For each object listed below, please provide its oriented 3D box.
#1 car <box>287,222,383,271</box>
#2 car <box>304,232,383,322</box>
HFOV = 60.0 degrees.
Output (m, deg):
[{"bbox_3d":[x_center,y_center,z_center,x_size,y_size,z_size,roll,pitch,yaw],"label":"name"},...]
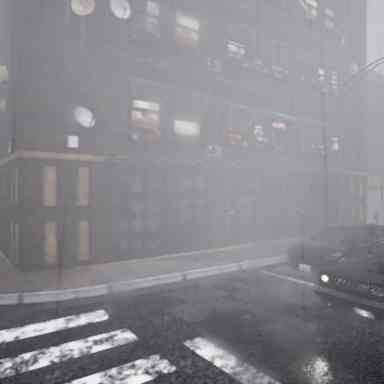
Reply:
[{"bbox_3d":[4.719,1.613,9.936,4.313,1.339,1.947,0,-1,-35],"label":"car"},{"bbox_3d":[4.541,1.638,6.611,4.718,1.301,1.895,0,0,-35],"label":"car"}]
